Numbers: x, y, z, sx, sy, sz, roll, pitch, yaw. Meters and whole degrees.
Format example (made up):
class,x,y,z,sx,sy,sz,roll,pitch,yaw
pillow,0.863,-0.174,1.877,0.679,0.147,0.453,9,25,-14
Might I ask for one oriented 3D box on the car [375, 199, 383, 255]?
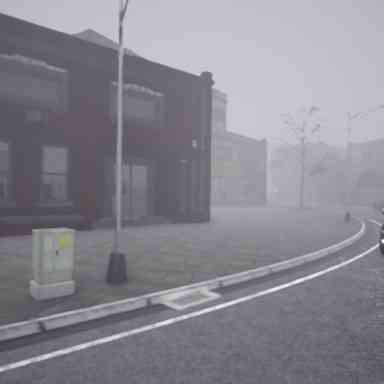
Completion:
class,x,y,z,sx,sy,sz,roll,pitch,yaw
car,8.698,1.205,12.609,2.150,2.045,5.566,0,0,37

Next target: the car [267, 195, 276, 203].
class,x,y,z,sx,sy,sz,roll,pitch,yaw
car,12.405,1.160,57.713,2.128,1.511,4.902,1,0,-29

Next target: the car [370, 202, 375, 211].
class,x,y,z,sx,sy,sz,roll,pitch,yaw
car,20.826,1.435,35.420,1.837,1.490,4.892,1,0,4
